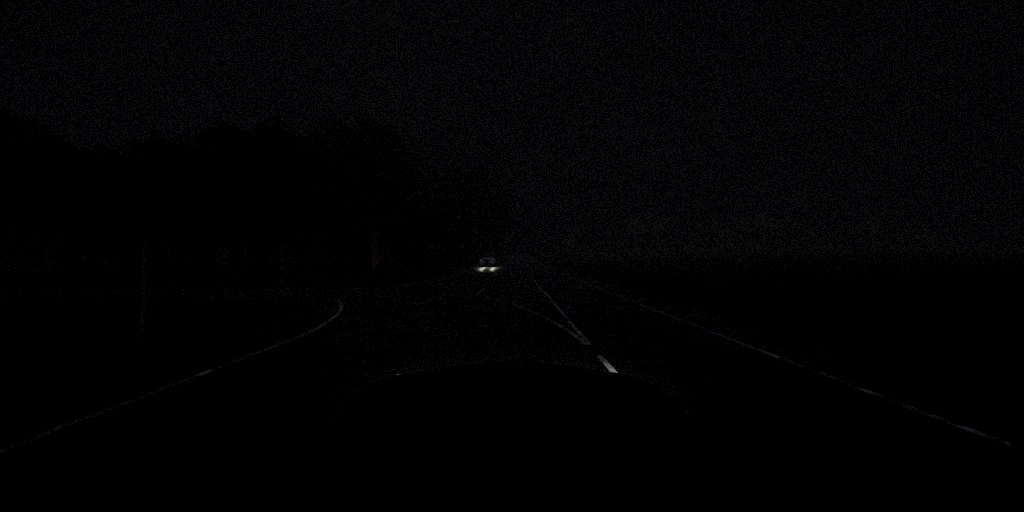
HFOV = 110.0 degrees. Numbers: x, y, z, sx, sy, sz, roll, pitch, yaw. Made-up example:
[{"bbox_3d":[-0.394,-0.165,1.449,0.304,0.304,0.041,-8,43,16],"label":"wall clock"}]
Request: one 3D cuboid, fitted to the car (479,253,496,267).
[{"bbox_3d":[-3.614,0.583,53.469,2.150,2.045,5.566,0,1,0],"label":"car"}]
